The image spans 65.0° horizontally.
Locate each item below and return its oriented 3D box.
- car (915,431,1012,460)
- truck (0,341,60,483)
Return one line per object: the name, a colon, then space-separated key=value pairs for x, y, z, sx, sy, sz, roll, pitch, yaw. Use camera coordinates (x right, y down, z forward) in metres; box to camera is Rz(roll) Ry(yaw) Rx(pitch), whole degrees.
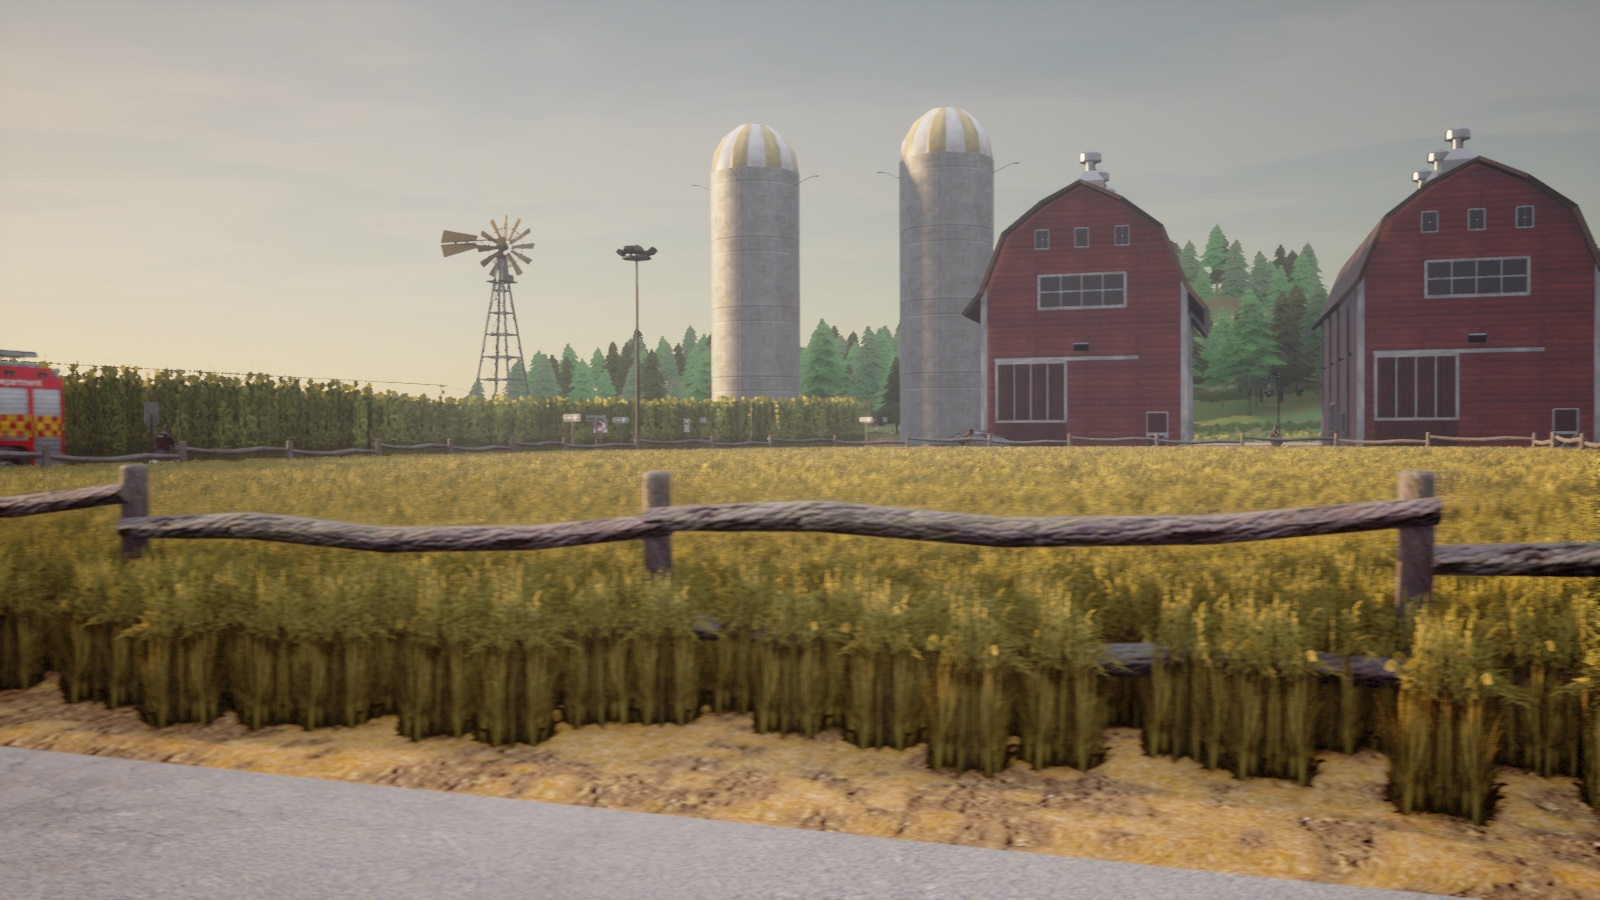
car: x=8.830 y=-0.252 z=67.615 sx=4.902 sy=1.511 sz=2.128 roll=0 pitch=1 yaw=15
truck: x=-23.717 y=-1.014 z=32.056 sx=2.891 sy=3.827 sz=8.468 roll=0 pitch=0 yaw=19
